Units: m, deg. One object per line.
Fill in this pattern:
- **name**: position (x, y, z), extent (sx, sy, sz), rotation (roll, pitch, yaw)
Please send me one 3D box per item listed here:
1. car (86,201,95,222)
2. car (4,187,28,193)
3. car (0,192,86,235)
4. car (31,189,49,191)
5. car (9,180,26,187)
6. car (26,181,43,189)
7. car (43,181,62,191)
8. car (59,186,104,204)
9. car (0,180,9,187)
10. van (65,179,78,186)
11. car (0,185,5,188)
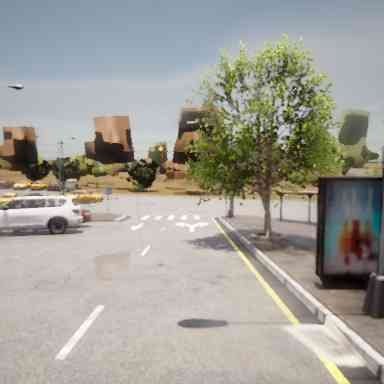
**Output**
- **car**: position (-8.721, 1.524, 20.802), extent (4.674, 1.452, 2.002), rotation (-1, 0, -19)
- **car**: position (-20.805, 0.765, 38.218), extent (1.946, 1.575, 5.366), rotation (0, 6, -14)
- **car**: position (-8.777, 1.233, 17.768), extent (5.566, 2.045, 2.435), rotation (-1, 0, -19)
- **car**: position (-17.818, 0.956, 37.576), extent (2.163, 1.488, 4.792), rotation (0, 6, -15)
- **car**: position (-29.141, -1.259, 57.130), extent (1.946, 1.575, 5.366), rotation (1, 5, -13)
- **car**: position (-26.291, -1.170, 57.145), extent (1.946, 1.575, 5.366), rotation (0, 5, -13)
- **car**: position (-23.297, -1.153, 56.596), extent (2.185, 1.767, 4.553), rotation (0, 5, -13)
- **car**: position (-13.688, 0.546, 42.136), extent (5.008, 1.535, 1.882), rotation (2, 5, 5)
- **car**: position (-32.126, -1.355, 57.669), extent (2.002, 1.452, 4.674), rotation (1, 5, -13)
- **van**: position (-20.327, -1.128, 56.202), extent (1.878, 1.987, 4.442), rotation (1, 5, -14)
- **car**: position (-23.752, 0.550, 38.304), extent (2.185, 1.767, 4.553), rotation (0, 6, -14)
